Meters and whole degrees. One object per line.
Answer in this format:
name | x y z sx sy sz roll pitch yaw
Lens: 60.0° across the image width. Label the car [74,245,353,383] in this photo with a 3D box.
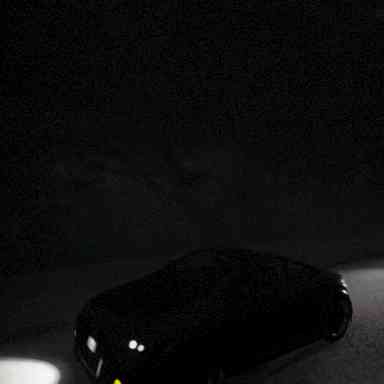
car | 0.494 1.557 4.942 4.181 1.385 1.994 0 0 -35
